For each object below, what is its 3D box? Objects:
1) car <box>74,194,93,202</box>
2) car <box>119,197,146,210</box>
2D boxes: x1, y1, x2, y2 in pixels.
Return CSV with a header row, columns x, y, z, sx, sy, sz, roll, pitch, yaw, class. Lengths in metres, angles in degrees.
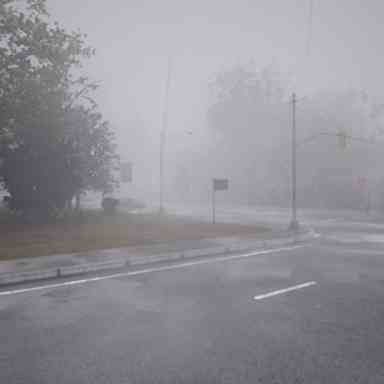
x,y,z,sx,sy,sz,roll,pitch,yaw,class
-17.446,1.048,54.394,1.882,1.535,5.008,0,0,-39,car
-7.601,1.416,41.920,1.837,1.490,4.892,0,0,-39,car
